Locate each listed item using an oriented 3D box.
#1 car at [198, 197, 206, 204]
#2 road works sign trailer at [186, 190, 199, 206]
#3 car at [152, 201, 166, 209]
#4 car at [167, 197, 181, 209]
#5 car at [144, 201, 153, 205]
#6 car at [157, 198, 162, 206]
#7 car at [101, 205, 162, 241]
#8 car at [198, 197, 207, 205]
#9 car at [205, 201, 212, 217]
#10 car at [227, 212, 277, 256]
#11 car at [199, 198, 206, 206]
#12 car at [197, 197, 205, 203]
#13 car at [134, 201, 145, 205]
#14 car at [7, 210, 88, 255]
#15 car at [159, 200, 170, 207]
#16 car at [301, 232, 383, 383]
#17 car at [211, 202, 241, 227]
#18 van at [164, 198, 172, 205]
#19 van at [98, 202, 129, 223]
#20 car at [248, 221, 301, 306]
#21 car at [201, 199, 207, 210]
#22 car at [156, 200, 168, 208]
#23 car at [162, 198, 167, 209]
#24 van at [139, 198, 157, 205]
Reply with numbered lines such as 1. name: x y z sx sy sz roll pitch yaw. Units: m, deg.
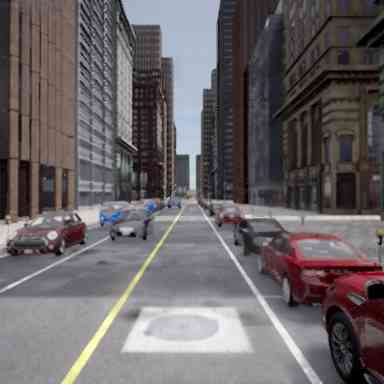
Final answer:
1. car: 2.756 2.399 92.630 2.192 1.841 5.009 0 -1 0
2. road works sign trailer: -0.001 1.295 71.987 2.380 3.560 2.880 0 -1 0
3. car: -5.766 2.240 58.807 1.947 1.339 4.313 0 -1 0
4. car: -3.052 1.884 58.458 2.150 2.045 5.566 0 -1 1
5. car: -5.766 1.962 36.262 2.008 1.369 4.403 0 -1 0
6. car: -5.766 1.983 47.535 1.967 1.590 4.097 0 -1 0
7. car: -3.099 1.696 18.084 2.128 1.511 4.902 0 -1 0
8. car: 2.757 2.329 86.994 2.192 1.841 5.009 0 -1 0
9. car: 2.759 1.978 36.269 1.947 1.339 4.313 0 -1 0
10. car: 2.760 1.722 13.726 1.947 1.339 4.313 0 -1 0
11. car: 2.759 2.323 64.449 1.802 1.307 4.206 0 -1 0
12. car: 2.758 2.316 75.722 1.967 1.590 4.097 0 -1 0
13. car: -5.766 1.870 30.457 1.752 1.417 4.829 0 -1 0
14. car: -5.765 1.595 13.719 1.967 1.590 4.097 0 -1 0
15. car: -5.767 2.358 70.079 2.008 1.369 4.403 0 -1 0
16. car: 2.760 1.344 2.457 2.192 1.841 5.009 0 -1 0
17. car: 2.759 1.723 24.998 1.967 1.590 4.097 0 -1 0
18. van: -5.768 2.285 81.355 1.690 1.788 3.998 0 -1 0
19. van: -5.766 1.623 24.992 1.690 1.788 3.998 0 -1 0
20. car: 2.760 1.637 8.090 1.887 1.381 4.507 0 -1 0
21. car: 2.759 2.191 53.177 1.802 1.307 4.206 0 -1 0
22. car: -5.766 2.307 64.443 1.947 1.339 4.313 0 -1 0
23. car: -5.767 1.924 53.174 2.192 1.841 5.009 0 -1 0
24. van: -5.767 1.818 41.901 1.690 1.788 3.998 0 -1 0
